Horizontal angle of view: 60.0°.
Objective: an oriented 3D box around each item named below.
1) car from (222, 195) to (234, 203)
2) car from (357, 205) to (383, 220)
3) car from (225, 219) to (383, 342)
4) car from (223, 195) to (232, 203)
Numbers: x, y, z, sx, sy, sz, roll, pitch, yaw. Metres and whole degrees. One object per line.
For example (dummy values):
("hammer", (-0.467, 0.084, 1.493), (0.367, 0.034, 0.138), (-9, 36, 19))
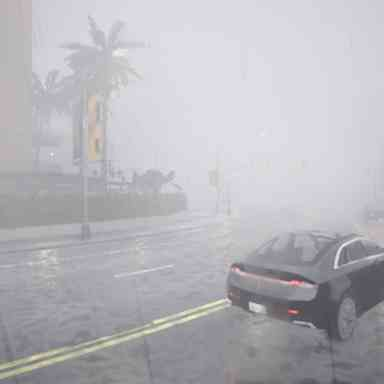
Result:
("car", (8.879, 1.895, 79.793), (2.097, 1.535, 5.008), (0, 0, 3))
("car", (14.194, 1.682, 25.953), (1.895, 1.301, 4.718), (0, 0, 18))
("car", (2.726, 1.519, 6.633), (4.902, 1.511, 2.128), (0, 0, -44))
("car", (9.170, 1.805, 86.213), (2.185, 1.767, 4.553), (0, 0, 3))
